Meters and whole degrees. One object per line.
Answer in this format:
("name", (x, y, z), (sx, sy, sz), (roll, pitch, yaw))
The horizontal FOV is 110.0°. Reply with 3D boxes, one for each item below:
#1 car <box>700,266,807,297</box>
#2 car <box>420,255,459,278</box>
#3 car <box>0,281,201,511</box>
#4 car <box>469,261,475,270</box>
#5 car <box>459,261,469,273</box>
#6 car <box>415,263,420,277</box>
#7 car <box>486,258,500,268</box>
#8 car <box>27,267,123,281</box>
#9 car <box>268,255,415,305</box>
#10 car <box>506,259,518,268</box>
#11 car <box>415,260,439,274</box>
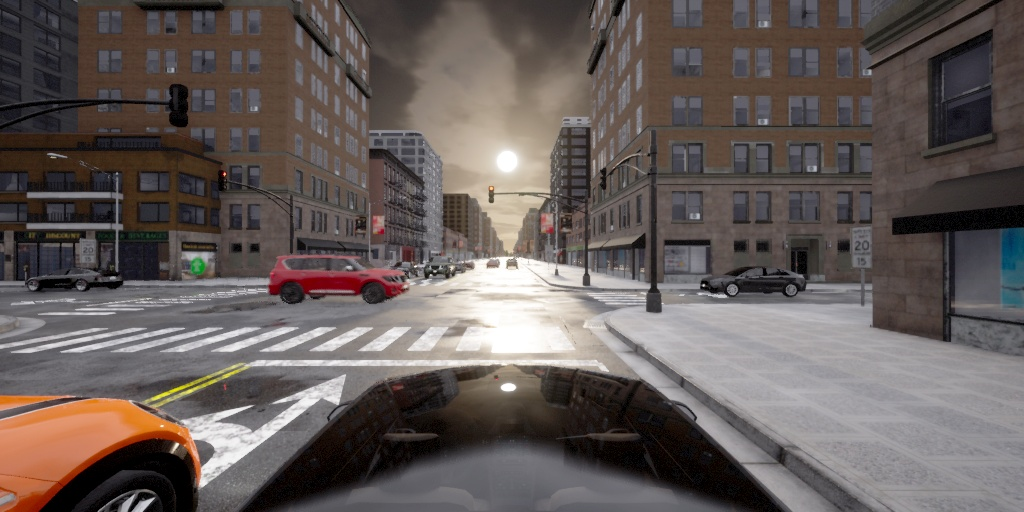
("car", (12.427, 1.294, 18.644), (4.892, 1.490, 1.837), (0, 0, 1))
("car", (-6.646, 0.970, 33.608), (2.150, 2.045, 5.566), (0, 0, 0))
("car", (-3.237, 1.102, 0.608), (2.097, 1.767, 4.553), (0, 0, 0))
("car", (-6.684, 1.343, 53.892), (1.895, 1.301, 4.718), (0, 0, 0))
("car", (-6.674, 1.310, 43.028), (1.994, 1.385, 4.181), (0, 0, 0))
("car", (-9.900, 1.253, 33.054), (1.837, 1.490, 4.892), (0, 0, 0))
("car", (-3.359, 1.304, 61.955), (1.994, 1.385, 4.181), (0, 0, 0))
("car", (-25.408, 1.330, 20.966), (4.313, 1.339, 1.948), (0, 0, 0))
("car", (-7.409, 0.971, 15.553), (5.566, 2.045, 2.150), (0, 0, -1))
("car", (-0.002, 1.244, 58.982), (1.837, 1.490, 4.892), (0, 0, 0))
("car", (-9.918, 1.272, 42.203), (1.812, 1.442, 4.674), (0, 0, 0))
